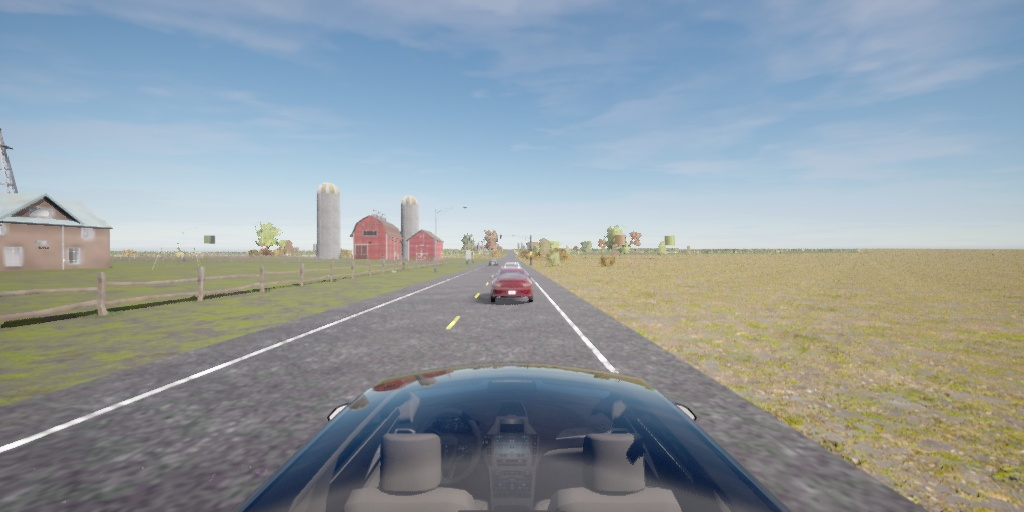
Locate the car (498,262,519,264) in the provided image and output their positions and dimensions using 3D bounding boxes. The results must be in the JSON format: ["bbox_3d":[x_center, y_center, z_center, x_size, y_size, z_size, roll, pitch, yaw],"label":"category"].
[{"bbox_3d":[0.000,1.269,31.501,1.812,1.442,4.674,0,0,0],"label":"car"}]

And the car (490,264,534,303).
[{"bbox_3d":[0.000,1.277,16.501,1.812,1.442,4.674,0,0,0],"label":"car"}]
